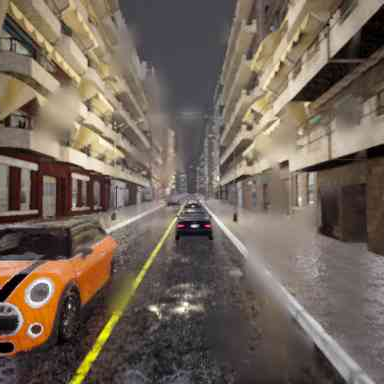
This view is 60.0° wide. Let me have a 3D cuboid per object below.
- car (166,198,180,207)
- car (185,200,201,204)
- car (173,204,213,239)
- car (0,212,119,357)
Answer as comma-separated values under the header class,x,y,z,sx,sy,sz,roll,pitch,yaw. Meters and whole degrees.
class,x,y,z,sx,sy,sz,roll,pitch,yaw
car,-2.807,1.558,50.428,1.994,1.385,4.181,0,0,0
car,0.109,1.565,38.825,1.994,1.385,4.181,0,0,0
car,0.104,1.552,17.211,2.033,1.411,5.357,0,0,0
car,-2.849,1.355,6.380,2.097,1.767,4.553,0,0,0
